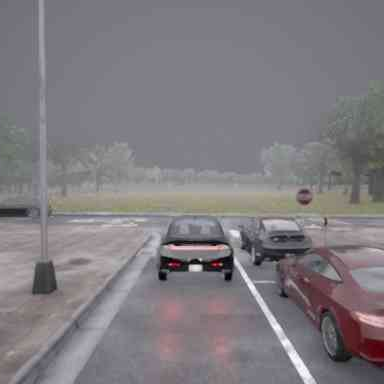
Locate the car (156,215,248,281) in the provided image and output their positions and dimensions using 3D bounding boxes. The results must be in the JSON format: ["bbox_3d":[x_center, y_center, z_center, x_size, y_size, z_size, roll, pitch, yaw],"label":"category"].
[{"bbox_3d":[0.088,1.413,9.581,2.128,1.511,4.902,0,0,0],"label":"car"}]

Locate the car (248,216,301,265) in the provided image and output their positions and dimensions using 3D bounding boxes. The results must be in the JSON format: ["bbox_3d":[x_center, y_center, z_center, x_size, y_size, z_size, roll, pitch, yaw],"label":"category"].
[{"bbox_3d":[2.620,1.461,11.110,2.008,1.369,4.403,-1,0,0],"label":"car"}]

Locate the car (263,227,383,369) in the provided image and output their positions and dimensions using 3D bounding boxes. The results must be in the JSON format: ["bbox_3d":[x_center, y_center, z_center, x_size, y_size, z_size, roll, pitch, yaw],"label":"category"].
[{"bbox_3d":[2.621,1.536,5.579,1.802,1.307,4.206,-1,0,0],"label":"car"}]

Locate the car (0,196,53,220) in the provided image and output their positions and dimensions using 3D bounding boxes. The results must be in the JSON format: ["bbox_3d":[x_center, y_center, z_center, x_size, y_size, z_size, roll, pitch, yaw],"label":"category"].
[{"bbox_3d":[-12.811,1.054,24.454,4.553,1.767,2.097,0,2,0],"label":"car"}]
